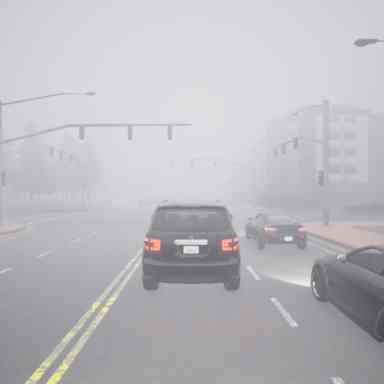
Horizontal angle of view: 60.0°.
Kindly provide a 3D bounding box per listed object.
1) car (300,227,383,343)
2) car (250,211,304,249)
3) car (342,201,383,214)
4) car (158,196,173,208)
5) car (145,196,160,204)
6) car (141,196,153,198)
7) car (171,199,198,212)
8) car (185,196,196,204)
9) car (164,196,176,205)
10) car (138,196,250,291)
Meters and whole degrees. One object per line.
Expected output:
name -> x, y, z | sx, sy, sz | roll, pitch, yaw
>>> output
car -> 3.566, 1.564, 5.624 | 1.994, 1.385, 4.181 | 0, 0, 0
car -> 3.492, 1.526, 14.345 | 1.812, 1.442, 4.674 | 0, 0, 0
car -> 18.031, 1.601, 34.062 | 4.718, 1.301, 1.895 | 0, 0, -2
car -> -3.898, 1.477, 50.438 | 1.882, 1.535, 5.008 | 0, 0, 0
car -> -7.448, 1.491, 63.281 | 2.128, 1.511, 4.902 | 0, 0, 0
car -> -7.404, 1.477, 53.012 | 1.882, 1.535, 5.008 | 0, 0, -1
car -> -0.848, 1.563, 40.095 | 1.994, 1.385, 4.181 | 0, 0, 18
car -> -0.301, 1.477, 64.184 | 1.882, 1.535, 5.008 | 0, 0, 0
car -> -3.943, 1.477, 59.854 | 1.882, 1.535, 5.008 | 0, 0, 0
car -> -0.007, 1.221, 9.174 | 2.150, 2.045, 5.566 | 0, 0, 0
